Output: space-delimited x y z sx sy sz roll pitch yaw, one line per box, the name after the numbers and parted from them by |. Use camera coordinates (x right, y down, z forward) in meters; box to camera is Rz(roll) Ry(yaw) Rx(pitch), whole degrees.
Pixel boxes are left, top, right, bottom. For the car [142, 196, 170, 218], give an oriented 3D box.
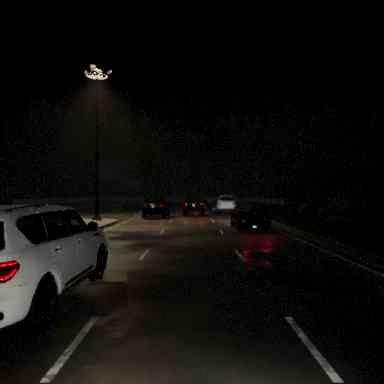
-3.367 1.380 31.726 2.150 2.045 5.566 0 0 1 | car

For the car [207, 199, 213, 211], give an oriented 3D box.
1.596 1.714 44.373 2.128 1.511 4.902 0 0 12 | car

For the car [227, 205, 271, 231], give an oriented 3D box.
3.584 1.708 21.300 1.895 1.301 4.718 0 0 0 | car

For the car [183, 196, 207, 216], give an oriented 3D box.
0.254 1.395 34.578 2.150 2.045 5.566 0 0 2 | car

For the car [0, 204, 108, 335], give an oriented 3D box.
-3.405 1.257 6.914 2.150 2.045 5.566 0 0 0 | car

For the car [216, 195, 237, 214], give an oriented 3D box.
4.073 1.417 39.114 2.150 2.045 5.566 0 0 6 | car
